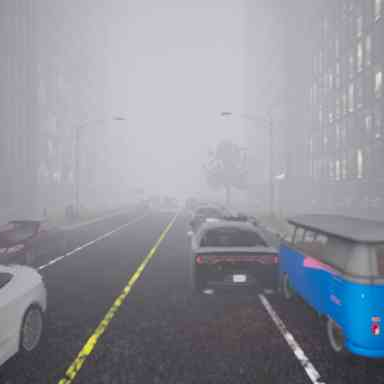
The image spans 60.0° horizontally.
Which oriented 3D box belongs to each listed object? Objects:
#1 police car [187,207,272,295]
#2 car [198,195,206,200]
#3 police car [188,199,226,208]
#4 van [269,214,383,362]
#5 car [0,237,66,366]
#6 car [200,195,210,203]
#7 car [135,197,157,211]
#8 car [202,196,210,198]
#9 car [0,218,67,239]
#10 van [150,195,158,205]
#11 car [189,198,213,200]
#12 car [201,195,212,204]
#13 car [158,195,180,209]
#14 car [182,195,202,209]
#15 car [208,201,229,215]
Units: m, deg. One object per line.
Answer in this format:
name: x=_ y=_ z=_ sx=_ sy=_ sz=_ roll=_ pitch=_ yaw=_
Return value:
police car: x=0.898 y=1.432 z=8.885 sx=1.930 sy=1.638 sz=5.238 roll=0 pitch=0 yaw=0
car: x=2.673 y=1.535 z=91.143 sx=1.887 sy=1.381 sz=4.507 roll=0 pitch=0 yaw=0
police car: x=0.896 y=1.440 z=18.885 sx=1.930 sy=1.638 sz=5.238 roll=0 pitch=0 yaw=0
van: x=2.689 y=1.346 z=5.756 sx=1.690 sy=1.788 sz=3.998 roll=0 pitch=0 yaw=0
car: x=-3.100 y=1.528 z=3.323 sx=1.812 sy=1.442 sz=4.674 roll=0 pitch=0 yaw=0
car: x=2.677 y=1.455 z=68.372 sx=1.967 sy=1.590 sz=4.097 roll=0 pitch=0 yaw=0
car: x=-5.698 y=1.580 z=39.912 sx=2.008 sy=1.369 sz=4.403 roll=0 pitch=0 yaw=0
car: x=2.681 y=1.580 z=45.603 sx=2.008 sy=1.369 sz=4.403 roll=0 pitch=0 yaw=0
car: x=-5.693 y=1.591 z=11.449 sx=1.802 sy=1.307 sz=4.206 roll=0 pitch=0 yaw=0
van: x=-5.700 y=1.369 z=51.297 sx=1.690 sy=1.788 sz=3.998 roll=0 pitch=0 yaw=0
car: x=0.895 y=1.497 z=24.775 sx=1.882 sy=1.535 sz=5.008 roll=0 pitch=0 yaw=0
car: x=2.678 y=1.460 z=62.680 sx=1.967 sy=1.590 sz=4.097 roll=0 pitch=0 yaw=0
car: x=-3.104 y=1.382 z=45.559 sx=2.097 sy=1.767 sz=4.553 roll=0 pitch=0 yaw=0
car: x=-0.005 y=1.507 z=45.157 sx=1.882 sy=1.535 sz=5.008 roll=0 pitch=0 yaw=0
car: x=2.683 y=1.608 z=34.218 sx=1.802 sy=1.307 sz=4.206 roll=0 pitch=0 yaw=0
